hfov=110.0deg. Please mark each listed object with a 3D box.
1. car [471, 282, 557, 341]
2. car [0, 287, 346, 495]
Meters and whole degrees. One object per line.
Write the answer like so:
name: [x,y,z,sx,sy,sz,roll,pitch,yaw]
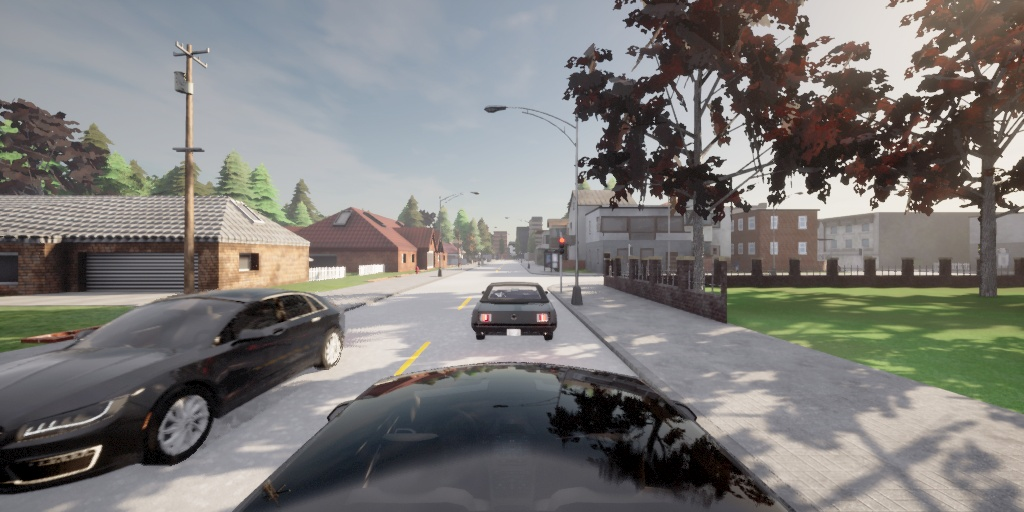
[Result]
car: [0.078,1.351,9.906,1.895,1.301,4.718,0,0,1]
car: [-4.091,1.257,4.986,1.837,1.490,4.892,0,-1,0]
